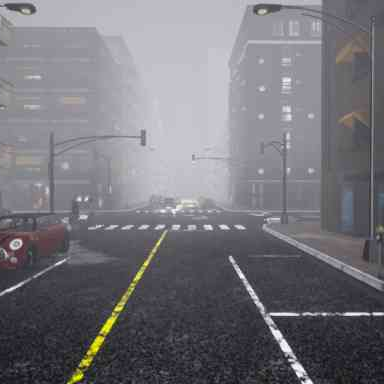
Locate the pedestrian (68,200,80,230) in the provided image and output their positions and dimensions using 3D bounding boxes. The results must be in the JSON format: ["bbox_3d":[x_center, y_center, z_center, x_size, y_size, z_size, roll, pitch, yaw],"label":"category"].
[{"bbox_3d":[-6.789,1.287,19.179,0.375,1.860,0.375,-1,1,0],"label":"pedestrian"}]

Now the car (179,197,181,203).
[{"bbox_3d":[-3.145,1.578,55.945,1.895,1.301,4.718,0,0,0],"label":"car"}]

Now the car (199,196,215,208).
[{"bbox_3d":[2.296,1.563,47.143,1.802,1.307,4.206,-1,0,0],"label":"car"}]

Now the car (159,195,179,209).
[{"bbox_3d":[-3.093,1.487,45.845,1.837,1.490,4.892,0,0,0],"label":"car"}]

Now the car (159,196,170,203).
[{"bbox_3d":[-5.706,1.552,69.310,1.802,1.307,4.206,-1,0,0],"label":"car"}]

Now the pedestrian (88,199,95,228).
[{"bbox_3d":[-6.115,1.287,20.381,0.375,1.860,0.375,-1,1,0],"label":"pedestrian"}]

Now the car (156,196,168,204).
[{"bbox_3d":[-5.675,1.498,63.602,1.752,1.417,4.829,-1,0,0],"label":"car"}]

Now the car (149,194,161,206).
[{"bbox_3d":[-5.618,1.294,52.698,2.192,1.841,5.009,-1,0,0],"label":"car"}]

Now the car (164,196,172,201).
[{"bbox_3d":[-5.767,1.545,80.383,1.802,1.307,4.206,-1,0,0],"label":"car"}]

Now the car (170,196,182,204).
[{"bbox_3d":[-3.139,1.519,66.596,2.033,1.411,5.357,0,0,1],"label":"car"}]

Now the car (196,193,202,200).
[{"bbox_3d":[2.144,1.512,74.839,1.887,1.381,4.507,-1,0,0],"label":"car"}]

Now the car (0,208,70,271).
[{"bbox_3d":[-5.515,1.436,10.720,1.967,1.590,4.097,-1,0,0],"label":"car"}]

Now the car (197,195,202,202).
[{"bbox_3d":[2.266,1.529,52.682,2.008,1.369,4.403,-1,0,0],"label":"car"}]
